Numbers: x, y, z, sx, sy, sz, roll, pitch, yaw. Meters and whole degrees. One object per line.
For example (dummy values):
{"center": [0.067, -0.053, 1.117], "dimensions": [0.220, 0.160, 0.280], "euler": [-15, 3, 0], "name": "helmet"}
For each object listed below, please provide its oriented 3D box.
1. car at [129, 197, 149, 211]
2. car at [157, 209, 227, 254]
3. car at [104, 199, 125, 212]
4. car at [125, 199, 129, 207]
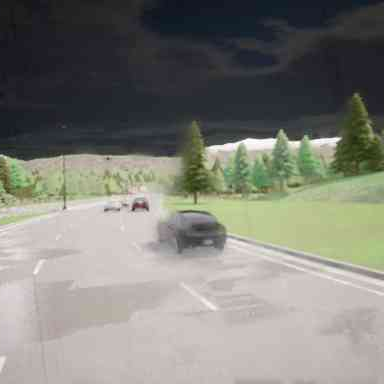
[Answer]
{"center": [-6.547, 1.441, 42.628], "dimensions": [2.097, 1.767, 4.553], "euler": [-2, 0, -7], "name": "car"}
{"center": [-0.175, 1.483, 13.664], "dimensions": [1.837, 1.490, 4.892], "euler": [-2, 0, -18], "name": "car"}
{"center": [-10.032, 1.708, 42.498], "dimensions": [1.812, 1.442, 4.674], "euler": [-2, -1, -7], "name": "car"}
{"center": [-11.124, 1.790, 53.502], "dimensions": [1.895, 1.301, 4.718], "euler": [-2, 0, -5], "name": "car"}
